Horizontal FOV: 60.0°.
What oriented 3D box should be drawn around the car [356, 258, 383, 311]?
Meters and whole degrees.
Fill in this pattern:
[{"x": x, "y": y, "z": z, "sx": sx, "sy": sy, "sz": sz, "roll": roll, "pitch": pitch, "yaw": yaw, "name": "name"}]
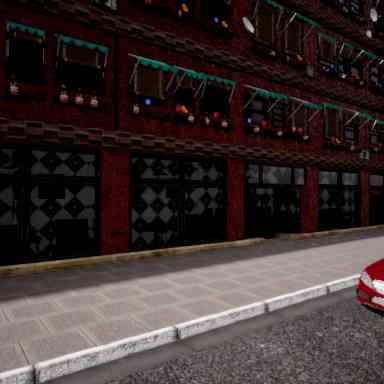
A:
[{"x": 5.213, "y": 1.527, "z": 6.687, "sx": 4.674, "sy": 1.442, "sz": 1.812, "roll": 0, "pitch": 0, "yaw": -36, "name": "car"}]
